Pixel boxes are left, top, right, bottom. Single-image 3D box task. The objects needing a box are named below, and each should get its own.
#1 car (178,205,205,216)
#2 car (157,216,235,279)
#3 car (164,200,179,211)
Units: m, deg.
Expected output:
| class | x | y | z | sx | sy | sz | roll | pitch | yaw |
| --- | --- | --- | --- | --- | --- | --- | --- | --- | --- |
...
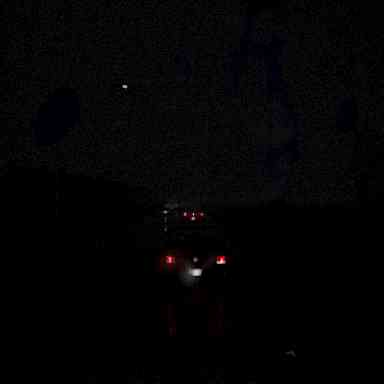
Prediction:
| class | x | y | z | sx | sy | sz | roll | pitch | yaw |
| --- | --- | --- | --- | --- | --- | --- | --- | --- | --- |
| car | 0.097 | 1.752 | 27.649 | 1.895 | 1.301 | 4.718 | 0 | 0 | 0 |
| car | 0.101 | 1.652 | 10.178 | 1.895 | 1.301 | 4.718 | 0 | 0 | 0 |
| car | -2.765 | 1.905 | 46.478 | 1.812 | 1.442 | 4.674 | 0 | -1 | 0 |
